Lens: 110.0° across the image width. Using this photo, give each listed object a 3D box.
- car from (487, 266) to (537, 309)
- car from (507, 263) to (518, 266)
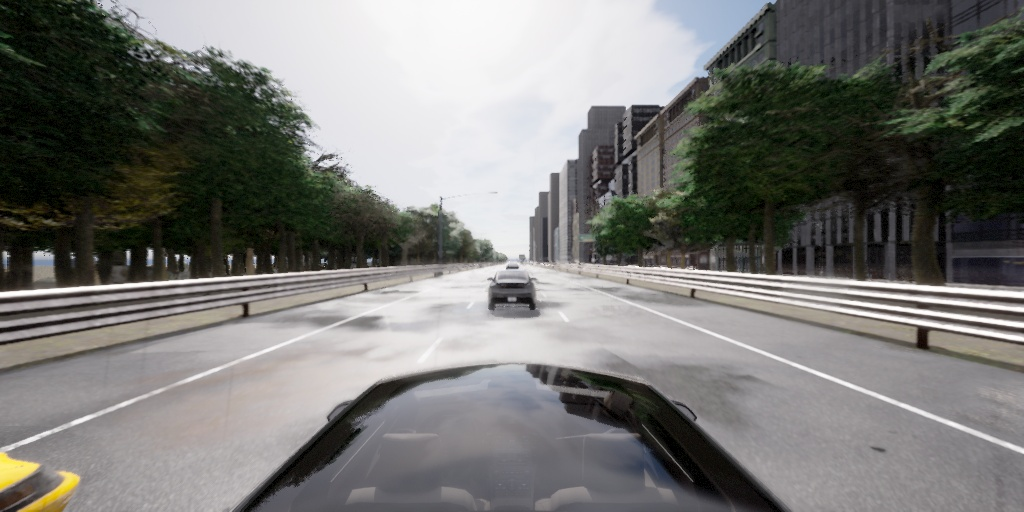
[{"bbox_3d":[0.004,1.336,15.438,1.837,1.490,4.892,0,0,0],"label":"car"},{"bbox_3d":[0.093,1.804,52.262,1.882,1.535,5.008,0,-1,0],"label":"car"}]
